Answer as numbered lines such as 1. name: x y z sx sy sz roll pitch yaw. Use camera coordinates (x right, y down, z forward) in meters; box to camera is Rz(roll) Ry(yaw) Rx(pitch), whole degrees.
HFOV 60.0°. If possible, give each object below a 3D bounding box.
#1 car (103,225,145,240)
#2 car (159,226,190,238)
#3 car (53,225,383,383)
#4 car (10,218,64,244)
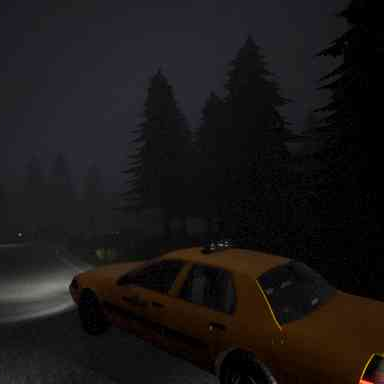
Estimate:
1. car: -7.443 4.510 36.948 2.033 1.411 5.357 -4 -8 20
2. car: -2.327 5.543 46.258 1.882 1.535 5.008 -5 -8 30
3. car: 0.144 1.441 4.732 5.366 1.575 1.801 0 1 43
4. car: -12.759 3.221 28.078 2.150 2.045 5.566 -4 -7 7
